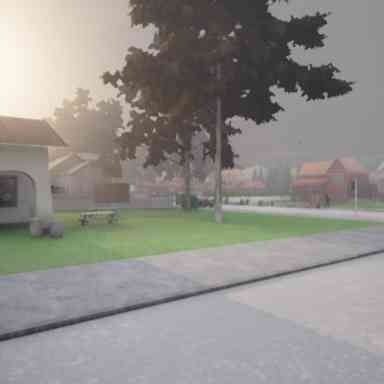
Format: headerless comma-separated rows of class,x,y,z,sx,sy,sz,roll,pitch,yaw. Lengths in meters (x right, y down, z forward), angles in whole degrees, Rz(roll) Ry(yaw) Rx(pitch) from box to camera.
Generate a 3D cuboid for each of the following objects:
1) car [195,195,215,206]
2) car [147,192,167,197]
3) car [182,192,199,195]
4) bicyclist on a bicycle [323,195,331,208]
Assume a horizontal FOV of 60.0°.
car,1.488,1.445,48.183,1.895,1.301,4.718,0,0,-36
car,-7.199,1.045,67.277,2.150,2.045,5.566,0,0,-36
car,-0.816,1.044,58.475,2.150,2.045,5.566,0,0,-35
bicyclist on a bicycle,16.756,1.148,41.314,1.656,1.620,0.582,-1,0,-36
